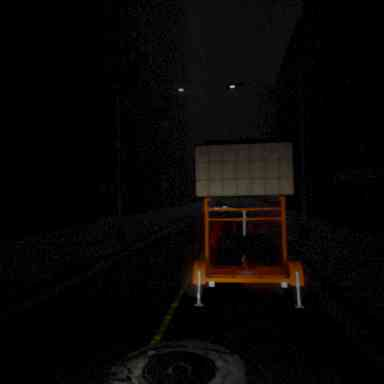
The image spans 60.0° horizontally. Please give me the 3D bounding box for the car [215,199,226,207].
[{"bbox_3d":[5.679,2.127,65.898,1.882,1.535,5.008,-1,-1,7],"label":"car"}]

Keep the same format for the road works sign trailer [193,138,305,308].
[{"bbox_3d":[1.271,0.528,8.113,2.380,3.560,2.880,-1,-1,7],"label":"road works sign trailer"}]
